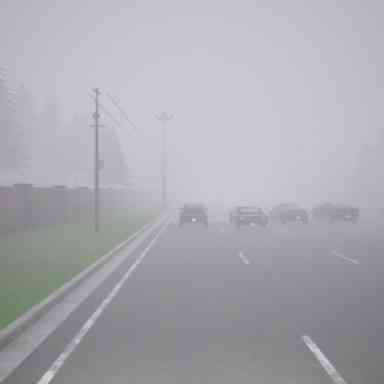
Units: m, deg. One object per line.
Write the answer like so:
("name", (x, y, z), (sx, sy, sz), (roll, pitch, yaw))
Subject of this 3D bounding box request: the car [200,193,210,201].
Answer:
("car", (3.505, 1.459, 84.595), (1.837, 1.490, 4.892), (0, 0, 0))

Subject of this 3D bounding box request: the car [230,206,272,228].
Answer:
("car", (3.601, 1.592, 21.935), (1.895, 1.301, 4.718), (0, 0, 0))

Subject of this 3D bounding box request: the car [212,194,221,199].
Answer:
("car", (7.005, 1.335, 95.015), (2.033, 1.411, 5.357), (0, 0, 0))

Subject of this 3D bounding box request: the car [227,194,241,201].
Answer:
("car", (10.505, 1.555, 85.041), (1.895, 1.301, 4.718), (0, 0, 0))

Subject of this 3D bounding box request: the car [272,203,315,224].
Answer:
("car", (7.088, 1.516, 24.500), (1.812, 1.442, 4.674), (0, 0, 0))

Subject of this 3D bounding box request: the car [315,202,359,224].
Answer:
("car", (10.601, 1.468, 24.987), (1.882, 1.535, 5.008), (0, 0, 0))

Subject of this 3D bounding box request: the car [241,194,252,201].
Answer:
("car", (14.005, 1.459, 84.594), (1.837, 1.490, 4.892), (0, 0, 0))

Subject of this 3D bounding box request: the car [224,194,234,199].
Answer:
("car", (10.505, 1.321, 95.015), (2.128, 1.511, 4.902), (0, 0, 0))

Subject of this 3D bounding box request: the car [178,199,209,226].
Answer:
("car", (0.101, 1.496, 23.450), (1.837, 1.490, 4.892), (0, 0, 0))

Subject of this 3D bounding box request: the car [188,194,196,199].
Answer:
("car", (0.005, 1.348, 95.015), (1.994, 1.385, 4.181), (0, 0, 0))

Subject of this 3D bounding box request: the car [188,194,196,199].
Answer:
("car", (0.005, 1.313, 84.948), (2.097, 1.767, 4.553), (0, 0, 0))

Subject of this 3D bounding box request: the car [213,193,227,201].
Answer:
("car", (7.005, 1.184, 84.625), (2.150, 2.045, 5.566), (0, 0, 0))

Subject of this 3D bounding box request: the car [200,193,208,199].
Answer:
("car", (3.505, 1.151, 94.985), (2.097, 1.767, 4.553), (0, 0, 0))
